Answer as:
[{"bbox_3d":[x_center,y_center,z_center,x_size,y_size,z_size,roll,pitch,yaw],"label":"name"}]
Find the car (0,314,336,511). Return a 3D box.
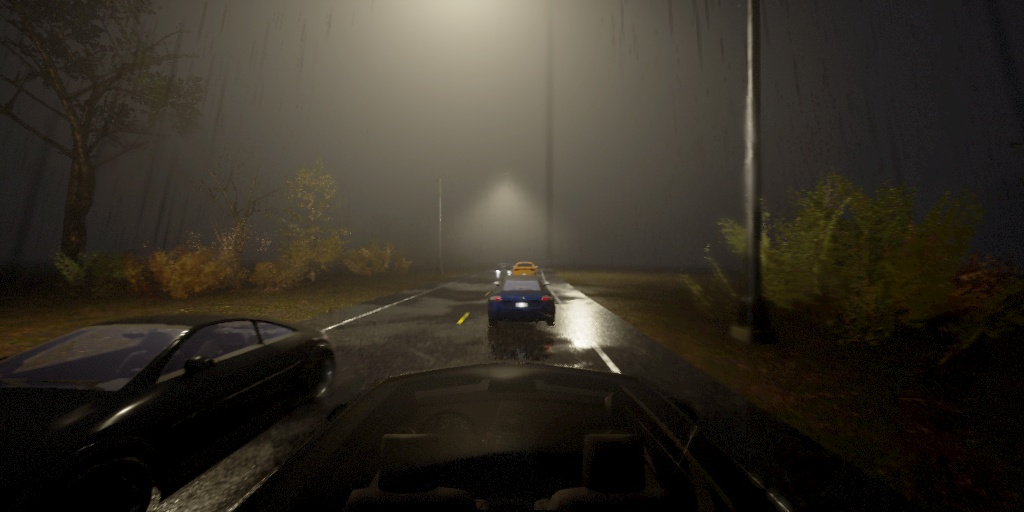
[{"bbox_3d":[-3.580,1.324,3.537,1.994,1.385,4.181,0,0,1],"label":"car"}]

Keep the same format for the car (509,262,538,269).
[{"bbox_3d":[1.084,1.220,29.472,1.882,1.535,5.008,0,0,3],"label":"car"}]

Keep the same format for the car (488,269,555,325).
[{"bbox_3d":[0.321,1.312,11.847,1.994,1.385,4.181,0,0,2],"label":"car"}]

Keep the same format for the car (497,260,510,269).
[{"bbox_3d":[-1.014,1.270,51.434,1.812,1.442,4.674,0,0,5],"label":"car"}]
